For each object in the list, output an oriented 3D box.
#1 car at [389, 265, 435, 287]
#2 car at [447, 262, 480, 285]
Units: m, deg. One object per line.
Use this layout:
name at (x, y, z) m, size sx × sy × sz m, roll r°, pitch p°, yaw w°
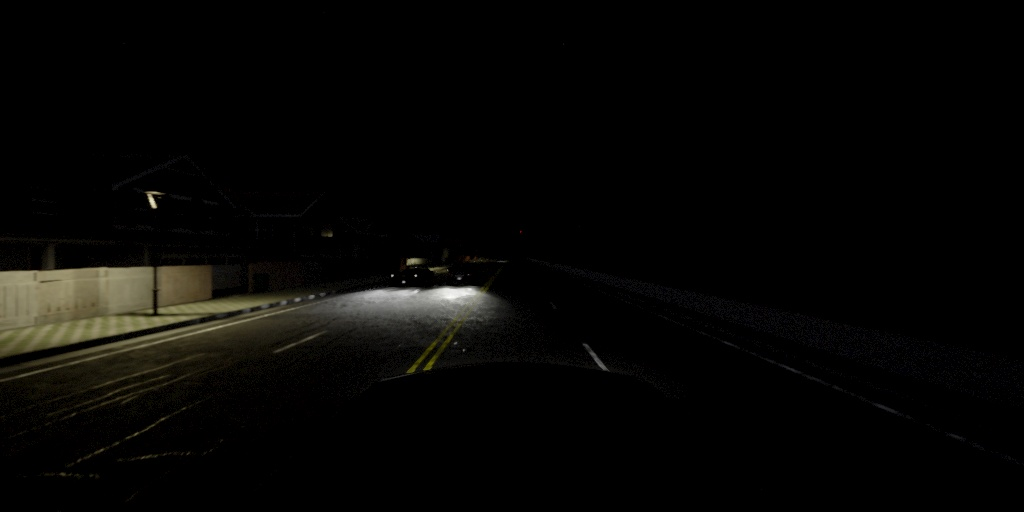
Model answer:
car at (-6.593, 1.275, 24.050) m, size 1.895 × 1.301 × 4.718 m, roll 0°, pitch 0°, yaw 0°
car at (-3.339, 1.161, 25.206) m, size 2.128 × 1.511 × 4.902 m, roll 0°, pitch 0°, yaw 0°
